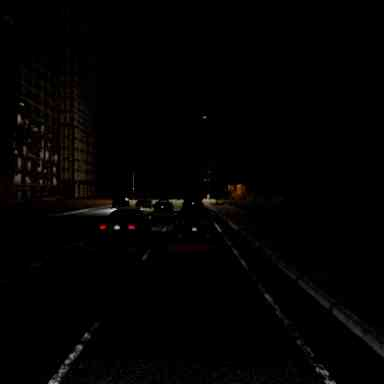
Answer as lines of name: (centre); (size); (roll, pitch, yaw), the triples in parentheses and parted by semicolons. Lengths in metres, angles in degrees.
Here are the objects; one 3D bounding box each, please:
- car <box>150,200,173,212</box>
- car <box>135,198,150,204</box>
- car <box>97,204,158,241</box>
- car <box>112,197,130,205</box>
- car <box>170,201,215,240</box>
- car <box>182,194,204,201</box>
car: (-3.146, 1.539, 37.392); (1.994, 1.385, 4.181); (0, 0, 0)
car: (-6.586, 1.516, 45.886); (2.033, 1.411, 5.357); (0, 0, 0)
car: (-3.147, 1.537, 16.469); (2.033, 1.411, 5.357); (0, 0, 0)
car: (-9.831, 1.460, 46.327); (2.128, 1.511, 4.902); (0, 0, 0)
car: (0.103, 1.466, 16.952); (1.882, 1.535, 5.008); (0, 0, 0)
car: (0.104, 1.197, 35.770); (2.150, 2.045, 5.566); (0, 0, 0)
